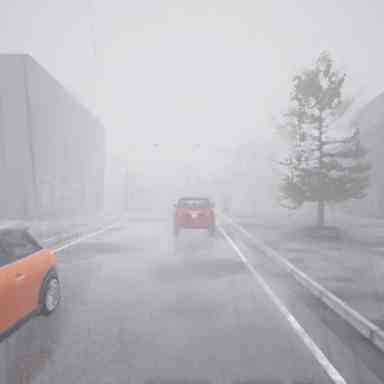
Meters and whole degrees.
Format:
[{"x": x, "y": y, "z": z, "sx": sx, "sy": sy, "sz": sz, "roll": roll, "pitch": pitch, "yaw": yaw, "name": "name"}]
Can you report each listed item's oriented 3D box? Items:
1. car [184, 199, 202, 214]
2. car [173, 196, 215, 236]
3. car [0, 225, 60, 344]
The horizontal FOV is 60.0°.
[{"x": 0.115, "y": 1.606, "z": 37.034, "sx": 1.882, "sy": 1.535, "sz": 5.008, "roll": 0, "pitch": -2, "yaw": 0, "name": "car"}, {"x": 0.109, "y": 1.228, "z": 18.698, "sx": 2.150, "sy": 2.045, "sz": 5.566, "roll": 0, "pitch": 0, "yaw": 0, "name": "car"}, {"x": -3.581, "y": 1.355, "z": 4.472, "sx": 2.097, "sy": 1.767, "sz": 4.553, "roll": 0, "pitch": 0, "yaw": 0, "name": "car"}]
